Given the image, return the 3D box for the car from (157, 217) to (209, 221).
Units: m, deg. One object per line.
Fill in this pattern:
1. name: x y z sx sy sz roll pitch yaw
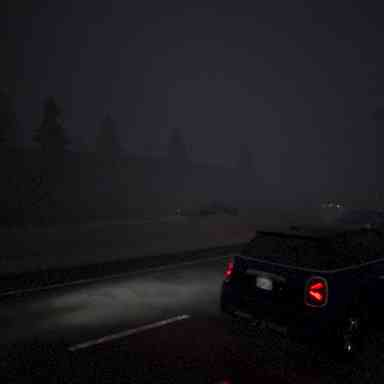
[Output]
1. car: 0.107 1.537 18.004 4.674 1.442 1.812 0 0 -43

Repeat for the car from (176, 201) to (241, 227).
1. car: 1.317 1.492 24.044 1.882 1.535 5.008 0 0 44

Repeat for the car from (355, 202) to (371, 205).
1. car: 25.977 1.619 49.891 1.895 1.301 4.718 0 0 37

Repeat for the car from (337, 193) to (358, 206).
1. car: 26.531 1.242 56.482 2.150 2.045 5.566 0 0 37

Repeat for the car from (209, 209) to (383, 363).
1. car: 2.707 1.355 6.179 4.553 1.767 2.097 0 0 -39
